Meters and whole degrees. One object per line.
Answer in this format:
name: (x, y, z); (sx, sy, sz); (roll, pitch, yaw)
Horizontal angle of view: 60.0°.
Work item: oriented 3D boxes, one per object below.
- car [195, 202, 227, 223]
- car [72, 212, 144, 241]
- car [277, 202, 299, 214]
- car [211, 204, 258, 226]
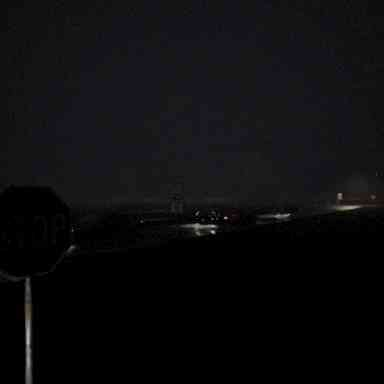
car: (2.215, 1.820, 29.702); (2.097, 1.767, 4.553); (-2, -1, 35)
car: (-5.133, 1.892, 19.097); (2.033, 1.411, 5.357); (-2, -1, 35)
car: (13.150, 2.136, 45.368); (2.128, 1.511, 4.902); (-2, -2, 35)
car: (3.704, 1.953, 26.847); (1.994, 1.385, 4.181); (-2, -1, 35)
